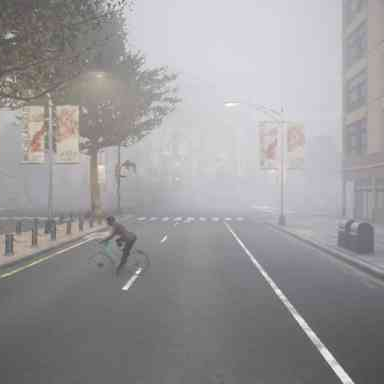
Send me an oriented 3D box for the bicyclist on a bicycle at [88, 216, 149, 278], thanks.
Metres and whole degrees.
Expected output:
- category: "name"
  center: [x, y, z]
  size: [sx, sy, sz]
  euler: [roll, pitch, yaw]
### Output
- category: "bicyclist on a bicycle"
  center: [-1.969, 1.455, 8.817]
  size: [1.656, 1.620, 0.582]
  euler: [-2, 0, 2]
